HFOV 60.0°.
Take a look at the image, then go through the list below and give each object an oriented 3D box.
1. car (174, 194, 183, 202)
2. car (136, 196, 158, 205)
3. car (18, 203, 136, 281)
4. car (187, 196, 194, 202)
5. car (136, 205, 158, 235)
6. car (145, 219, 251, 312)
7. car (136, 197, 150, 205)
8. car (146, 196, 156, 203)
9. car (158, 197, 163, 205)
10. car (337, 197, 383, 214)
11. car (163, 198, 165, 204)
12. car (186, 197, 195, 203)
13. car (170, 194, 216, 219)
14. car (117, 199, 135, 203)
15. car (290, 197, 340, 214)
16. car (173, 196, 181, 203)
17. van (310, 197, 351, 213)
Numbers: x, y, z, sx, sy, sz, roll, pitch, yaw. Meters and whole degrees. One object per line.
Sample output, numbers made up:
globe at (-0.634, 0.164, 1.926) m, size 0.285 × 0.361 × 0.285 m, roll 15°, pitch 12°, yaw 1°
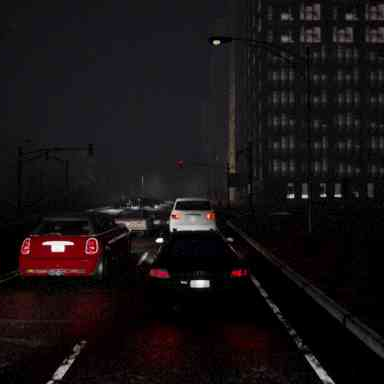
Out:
car at (-3.580, 1.545, 89.372) m, size 2.150 × 2.045 × 5.566 m, roll 0°, pitch -1°, yaw 0°
car at (-6.772, 1.666, 50.474) m, size 1.837 × 1.490 × 4.892 m, roll 0°, pitch 0°, yaw 0°
car at (-3.186, 1.362, 10.008) m, size 2.097 × 1.767 × 4.553 m, roll 0°, pitch 0°, yaw 0°
car at (-0.330, 1.798, 89.352) m, size 1.882 × 1.535 × 5.008 m, roll 0°, pitch -1°, yaw 0°
car at (-3.224, 1.630, 18.903) m, size 1.895 × 1.301 × 4.718 m, roll 0°, pitch 0°, yaw -1°
car at (0.086, 1.571, 7.803) m, size 1.994 × 1.385 × 4.181 m, roll 0°, pitch 0°, yaw -2°
car at (-10.003, 1.770, 68.681) m, size 2.128 × 1.511 × 4.902 m, roll 0°, pitch 0°, yaw 0°
car at (-10.054, 1.802, 82.296) m, size 1.882 × 1.535 × 5.008 m, roll 0°, pitch -1°, yaw 0°
car at (-6.784, 1.815, 59.730) m, size 1.895 × 1.301 × 4.718 m, roll 0°, pitch 0°, yaw 0°
car at (16.208, 1.376, 30.126) m, size 4.829 × 1.417 × 1.752 m, roll 0°, pitch -1°, yaw -1°
car at (-6.759, 1.811, 70.200) m, size 2.128 × 1.511 × 4.902 m, roll 0°, pitch 0°, yaw 0°
car at (-0.291, 1.889, 78.929) m, size 2.033 × 1.411 × 5.357 m, roll 0°, pitch -1°, yaw 0°
car at (0.037, 1.247, 17.217) m, size 2.150 × 2.045 × 5.566 m, roll 0°, pitch 0°, yaw 0°
car at (-10.020, 1.753, 48.659) m, size 1.895 × 1.301 × 4.718 m, roll 0°, pitch 0°, yaw 0°
car at (13.325, 1.579, 35.498) m, size 5.357 × 1.411 × 2.033 m, roll 0°, pitch -2°, yaw -1°
car at (-3.541, 1.827, 78.918) m, size 1.882 × 1.535 × 5.008 m, roll 0°, pitch -1°, yaw 0°
van at (15.797, 1.441, 38.147) m, size 3.998 × 1.788 × 1.690 m, roll 0°, pitch -1°, yaw -1°
